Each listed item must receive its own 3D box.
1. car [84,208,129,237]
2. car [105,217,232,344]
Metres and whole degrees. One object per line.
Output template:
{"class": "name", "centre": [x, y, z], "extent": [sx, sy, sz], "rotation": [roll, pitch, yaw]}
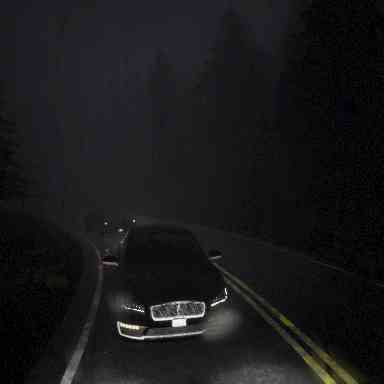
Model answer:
{"class": "car", "centre": [-4.640, 1.612, 18.560], "extent": [1.895, 1.301, 4.718], "rotation": [-3, 1, -29]}
{"class": "car", "centre": [-0.647, 1.495, 6.820], "extent": [1.837, 1.490, 4.892], "rotation": [-1, 0, -11]}
